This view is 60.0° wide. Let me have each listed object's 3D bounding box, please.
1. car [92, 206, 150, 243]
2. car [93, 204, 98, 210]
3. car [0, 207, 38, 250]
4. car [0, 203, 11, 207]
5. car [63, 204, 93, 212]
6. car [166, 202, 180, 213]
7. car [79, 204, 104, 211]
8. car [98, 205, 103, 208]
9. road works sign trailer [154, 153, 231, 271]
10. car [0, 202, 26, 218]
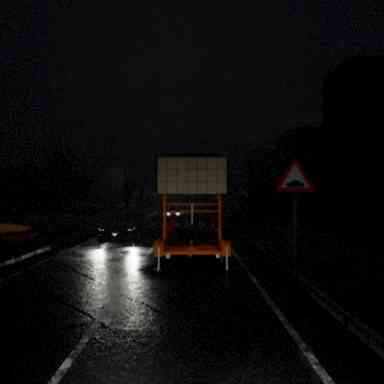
[{"bbox_3d":[-3.373,1.649,16.928,1.837,1.490,4.892,0,-1,0],"label":"car"},{"bbox_3d":[-21.915,3.096,66.134,4.892,1.521,2.231,0,-2,0],"label":"car"},{"bbox_3d":[-9.394,1.570,14.012,5.366,1.575,1.946,0,-1,0],"label":"car"},{"bbox_3d":[-21.953,2.148,35.367,4.674,1.452,2.002,0,-2,0],"label":"car"},{"bbox_3d":[-21.926,3.030,62.859,4.674,1.452,2.002,0,-2,0],"label":"car"},{"bbox_3d":[-3.302,2.763,58.747,2.097,1.767,4.553,0,-2,0],"label":"car"},{"bbox_3d":[-21.903,3.341,72.552,4.674,1.452,2.002,0,-2,0],"label":"car"},{"bbox_3d":[-21.919,3.200,69.406,5.008,1.535,2.097,0,-2,0],"label":"car"},{"bbox_3d":[0.005,0.520,11.095,2.380,3.560,2.880,0,-1,-1],"label":"road works sign trailer"},{"bbox_3d":[-22.018,2.083,38.541,4.553,1.767,2.185,0,-2,0],"label":"car"}]
